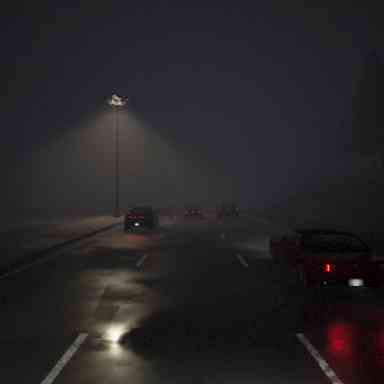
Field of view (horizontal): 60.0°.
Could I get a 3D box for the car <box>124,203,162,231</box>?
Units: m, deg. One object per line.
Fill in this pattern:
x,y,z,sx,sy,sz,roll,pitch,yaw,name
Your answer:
-3.396,1.773,22.919,1.837,1.490,4.892,0,-1,0,car

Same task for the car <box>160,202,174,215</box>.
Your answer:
-3.265,1.959,39.789,2.128,1.511,4.902,0,-1,2,car

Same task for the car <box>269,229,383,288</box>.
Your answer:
3.603,1.713,9.507,1.895,1.301,4.718,0,-1,0,car

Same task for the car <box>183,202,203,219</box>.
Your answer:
0.115,1.941,33.503,2.033,1.411,5.357,0,-1,0,car

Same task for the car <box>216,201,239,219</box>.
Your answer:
3.623,1.758,34.531,2.097,1.767,4.553,0,-1,0,car

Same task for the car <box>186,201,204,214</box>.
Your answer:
0.426,2.005,43.711,2.128,1.511,4.902,0,-1,3,car
